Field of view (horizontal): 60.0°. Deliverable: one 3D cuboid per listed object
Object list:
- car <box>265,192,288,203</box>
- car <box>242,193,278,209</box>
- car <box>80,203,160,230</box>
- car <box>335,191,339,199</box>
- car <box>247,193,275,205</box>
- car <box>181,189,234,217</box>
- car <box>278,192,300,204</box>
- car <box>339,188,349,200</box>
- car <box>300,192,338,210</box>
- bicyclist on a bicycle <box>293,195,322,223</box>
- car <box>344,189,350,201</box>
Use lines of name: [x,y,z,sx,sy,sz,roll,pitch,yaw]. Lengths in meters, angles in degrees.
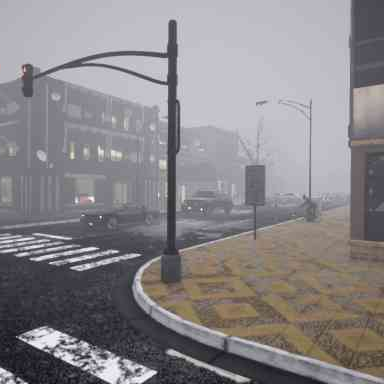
car: [12.109,0.767,47.234,1.802,1.307,4.206,2,2,35]
car: [7.088,1.014,35.379,1.895,1.301,4.718,1,1,35]
car: [-4.062,1.334,19.289,1.895,1.301,4.718,1,1,35]
car: [18.538,0.788,46.308,1.895,1.301,4.718,1,1,35]
car: [8.870,0.821,42.612,1.887,1.381,4.507,2,2,35]
car: [1.379,0.798,27.130,2.150,2.045,5.566,1,1,35]
car: [12.961,0.771,43.792,1.812,1.442,4.674,1,1,34]
car: [24.218,0.572,54.545,2.033,1.411,5.357,1,1,36]
car: [12.658,0.993,33.059,2.008,1.369,4.403,2,2,35]
bicyclist on a bicycle: [6.785,1.003,19.589,1.656,1.620,0.582,0,1,35]
car: [25.417,0.619,51.680,1.887,1.381,4.507,2,2,35]
